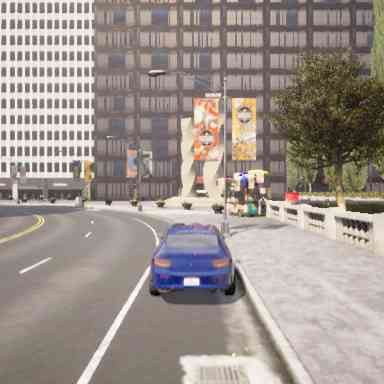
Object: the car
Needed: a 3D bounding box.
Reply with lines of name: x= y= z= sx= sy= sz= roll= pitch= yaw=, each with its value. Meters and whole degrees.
car: x=0.024 y=1.516 z=8.545 sx=1.812 sy=1.442 sz=4.674 roll=0 pitch=0 yaw=1
